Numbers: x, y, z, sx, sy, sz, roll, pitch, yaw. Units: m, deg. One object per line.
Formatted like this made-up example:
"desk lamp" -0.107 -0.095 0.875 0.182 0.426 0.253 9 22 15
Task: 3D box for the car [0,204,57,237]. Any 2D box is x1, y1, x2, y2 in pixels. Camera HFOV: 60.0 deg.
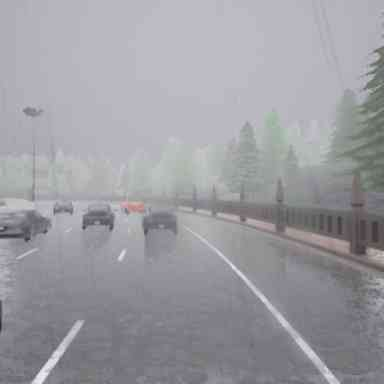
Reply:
"car" -8.477 1.577 16.454 2.033 1.411 5.357 0 0 -10

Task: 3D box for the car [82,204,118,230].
"car" -5.980 1.525 21.599 1.837 1.490 4.892 0 0 -12

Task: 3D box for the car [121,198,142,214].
"car" -6.342 1.372 35.583 2.097 1.767 4.553 0 0 -19

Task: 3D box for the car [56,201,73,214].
"car" -13.512 1.647 35.003 1.895 1.301 4.718 0 0 -20

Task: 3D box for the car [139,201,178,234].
"car" -1.980 1.511 19.539 1.837 1.490 4.892 0 0 -10

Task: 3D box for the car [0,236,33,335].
"car" -3.596 1.504 2.862 2.128 1.511 4.902 0 0 -1
